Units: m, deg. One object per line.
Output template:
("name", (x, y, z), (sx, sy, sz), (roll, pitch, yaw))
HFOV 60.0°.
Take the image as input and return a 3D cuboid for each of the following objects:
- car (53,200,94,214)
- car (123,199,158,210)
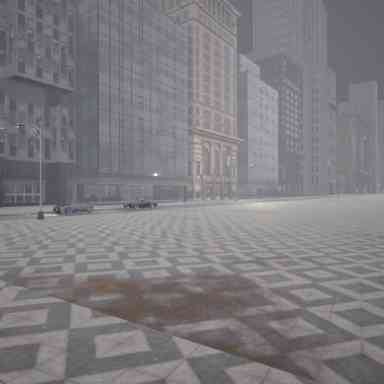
("car", (-12.460, 1.577, 35.163), (1.994, 1.385, 4.181), (0, 0, 37))
("car", (-6.688, 1.600, 43.272), (1.895, 1.301, 4.718), (0, 0, 36))
